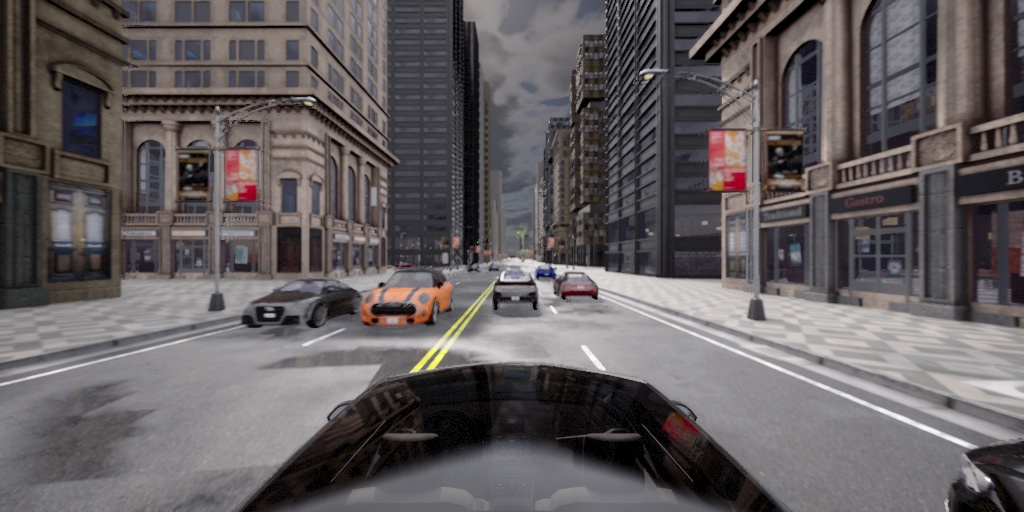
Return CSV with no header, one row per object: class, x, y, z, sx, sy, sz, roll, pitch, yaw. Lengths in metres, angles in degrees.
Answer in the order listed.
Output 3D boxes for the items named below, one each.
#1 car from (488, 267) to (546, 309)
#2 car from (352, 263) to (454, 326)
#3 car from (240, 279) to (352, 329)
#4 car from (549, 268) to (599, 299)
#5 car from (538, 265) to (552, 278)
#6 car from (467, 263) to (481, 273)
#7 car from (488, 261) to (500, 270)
car,0.146,1.428,16.075,2.128,1.511,4.902,0,-1,0
car,-3.313,1.237,12.215,2.097,1.767,4.553,0,-1,0
car,-6.564,1.442,11.715,1.994,1.385,4.181,0,-1,0
car,3.417,1.551,19.814,1.994,1.385,4.181,0,-1,0
car,3.494,1.708,38.531,1.882,1.535,5.008,0,-1,0
car,-6.333,2.006,59.703,1.837,1.490,4.892,0,-1,1
car,-3.057,2.030,61.516,1.837,1.490,4.892,0,0,1
